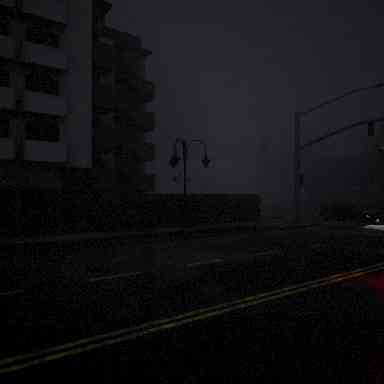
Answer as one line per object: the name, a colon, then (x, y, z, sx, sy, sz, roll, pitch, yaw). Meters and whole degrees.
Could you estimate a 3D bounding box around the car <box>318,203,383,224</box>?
car: (11.837, 1.547, 25.028, 2.033, 1.411, 5.357, 0, 0, -16)
